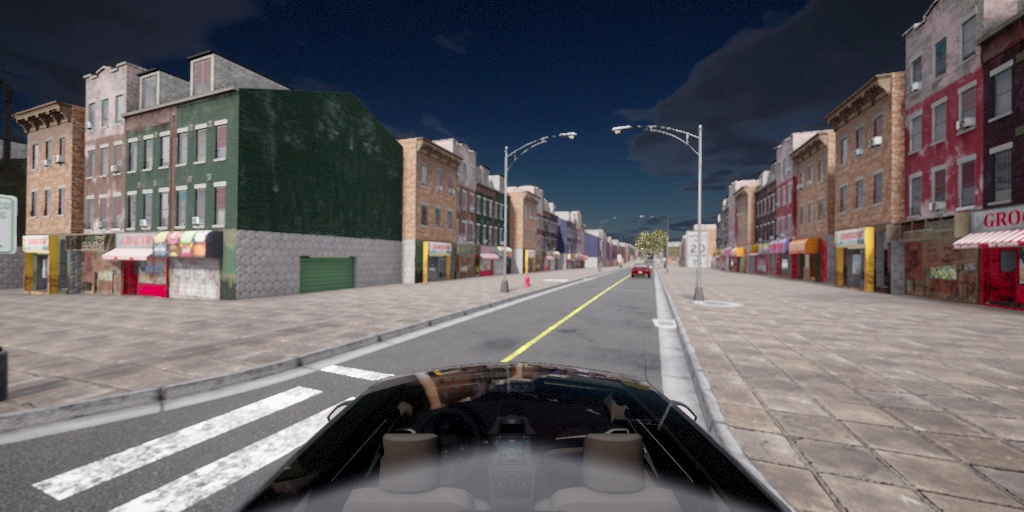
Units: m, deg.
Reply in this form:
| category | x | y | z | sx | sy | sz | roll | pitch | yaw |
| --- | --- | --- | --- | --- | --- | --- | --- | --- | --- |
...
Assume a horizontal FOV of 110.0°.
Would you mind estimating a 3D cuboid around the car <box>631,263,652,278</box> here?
| category | x | y | z | sx | sy | sz | roll | pitch | yaw |
| --- | --- | --- | --- | --- | --- | --- | --- | --- | --- |
| car | 14.023 | 1.531 | 38.860 | 1.882 | 1.535 | 5.008 | 1 | -1 | 22 |
